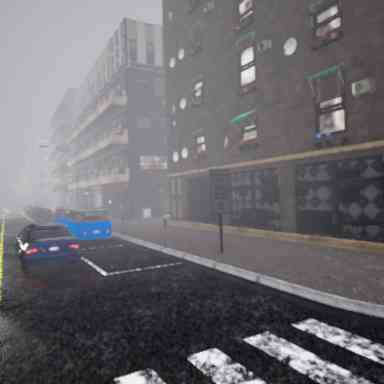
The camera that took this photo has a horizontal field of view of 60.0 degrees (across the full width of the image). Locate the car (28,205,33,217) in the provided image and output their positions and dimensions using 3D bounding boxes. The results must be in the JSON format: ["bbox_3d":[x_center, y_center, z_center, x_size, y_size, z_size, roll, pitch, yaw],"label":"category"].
[{"bbox_3d":[-19.128,2.655,41.857,1.802,1.307,4.206,-2,0,-29],"label":"car"}]

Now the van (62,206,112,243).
[{"bbox_3d":[-5.471,1.710,17.463,1.690,1.788,3.998,-2,-1,-29],"label":"van"}]

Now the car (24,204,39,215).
[{"bbox_3d":[-27.333,2.932,56.496,1.967,1.590,4.097,-2,0,-29],"label":"car"}]

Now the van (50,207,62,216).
[{"bbox_3d":[-8.204,1.851,22.343,1.690,1.788,3.998,-2,-1,-29],"label":"van"}]

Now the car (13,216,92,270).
[{"bbox_3d":[-5.541,1.878,12.509,2.033,1.411,5.357,-2,-1,-30],"label":"car"}]

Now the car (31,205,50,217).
[{"bbox_3d":[-16.396,2.477,36.979,1.887,1.381,4.507,-2,0,-29],"label":"car"}]

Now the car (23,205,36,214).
[{"bbox_3d":[-30.063,3.175,61.374,1.887,1.381,4.507,-2,0,-29],"label":"car"}]

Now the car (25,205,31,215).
[{"bbox_3d":[-21.866,2.653,46.737,1.967,1.590,4.097,-2,0,-29],"label":"car"}]
